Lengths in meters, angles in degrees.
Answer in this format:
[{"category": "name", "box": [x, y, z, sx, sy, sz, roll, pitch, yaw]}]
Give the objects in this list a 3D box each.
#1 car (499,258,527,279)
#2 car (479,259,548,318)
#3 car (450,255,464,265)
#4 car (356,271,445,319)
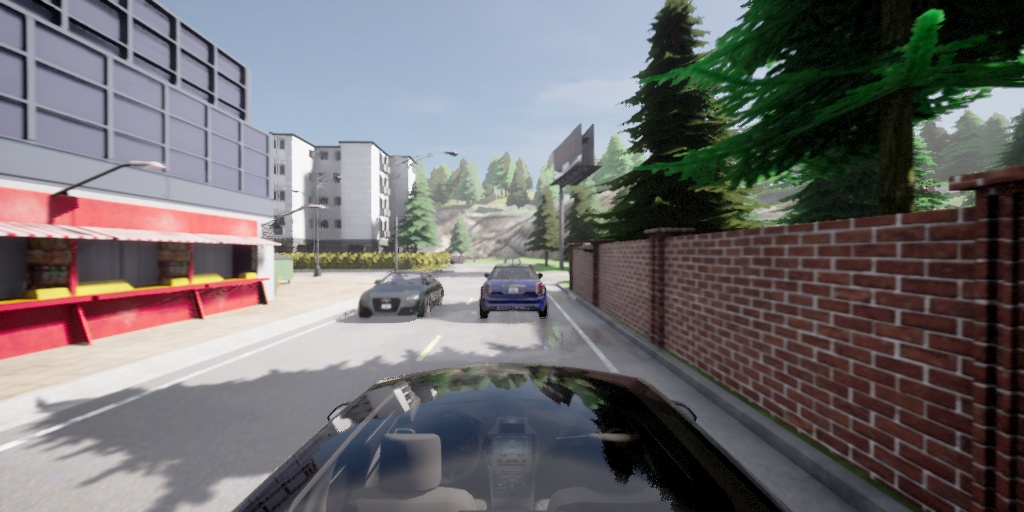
[{"category": "car", "box": [0.063, 0.961, 29.518, 2.128, 1.511, 4.902, 0, 0, 0]}, {"category": "car", "box": [0.058, 1.010, 12.687, 2.097, 1.767, 4.553, 0, 0, 0]}, {"category": "car", "box": [-10.018, 0.592, 62.456, 2.097, 1.767, 4.553, 0, 1, -30]}, {"category": "car", "box": [-3.577, 1.226, 12.204, 1.994, 1.385, 4.181, 0, 0, 0]}]
